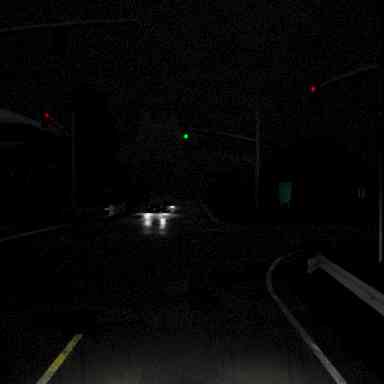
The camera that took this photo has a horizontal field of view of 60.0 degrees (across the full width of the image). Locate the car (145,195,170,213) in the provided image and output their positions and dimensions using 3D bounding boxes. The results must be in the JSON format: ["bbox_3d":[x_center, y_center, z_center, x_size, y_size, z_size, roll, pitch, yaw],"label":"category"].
[{"bbox_3d":[-3.605,1.370,34.468,1.812,1.442,4.674,0,1,0],"label":"car"}]

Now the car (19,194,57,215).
[{"bbox_3d":[-14.538,1.168,32.101,1.905,1.878,3.866,0,0,-1],"label":"car"}]

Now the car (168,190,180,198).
[{"bbox_3d":[-3.520,0.545,65.346,2.150,2.045,5.566,0,0,0],"label":"car"}]

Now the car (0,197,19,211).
[{"bbox_3d":[-20.246,1.315,36.378,2.242,1.667,4.611,0,0,-1],"label":"car"}]

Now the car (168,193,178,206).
[{"bbox_3d":[-3.591,1.253,49.691,1.882,1.535,5.008,0,0,0],"label":"car"}]
